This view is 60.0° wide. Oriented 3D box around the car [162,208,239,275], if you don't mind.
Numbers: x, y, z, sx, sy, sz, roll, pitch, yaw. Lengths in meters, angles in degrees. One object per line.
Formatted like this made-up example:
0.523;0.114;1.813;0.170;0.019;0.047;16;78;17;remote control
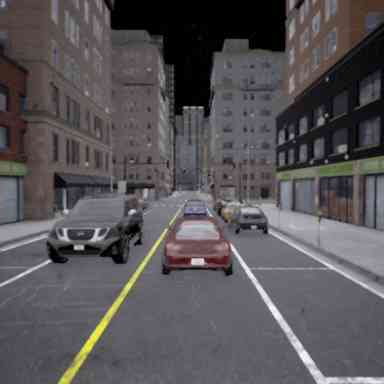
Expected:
0.146;1.446;10.087;1.812;1.442;4.674;0;1;0;car

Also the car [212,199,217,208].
3.006;1.333;29.121;1.947;1.339;4.313;-1;0;0;car

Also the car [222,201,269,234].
2.949;1.410;17.949;2.008;1.369;4.403;-1;0;0;car

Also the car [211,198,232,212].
3.035;1.303;34.706;1.802;1.307;4.206;-1;0;0;car

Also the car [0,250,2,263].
-5.647;1.524;6.820;1.802;1.307;4.206;-1;0;0;car

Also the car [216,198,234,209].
2.978;1.337;23.704;1.752;1.417;4.829;-1;0;0;car

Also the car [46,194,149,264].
-3.046;1.126;11.779;2.150;2.045;5.566;0;0;0;car

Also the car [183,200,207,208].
0.227;1.331;26.846;2.033;1.411;5.357;0;0;0;car

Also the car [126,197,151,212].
-5.510;1.259;34.747;1.887;1.381;4.507;-1;0;0;car
